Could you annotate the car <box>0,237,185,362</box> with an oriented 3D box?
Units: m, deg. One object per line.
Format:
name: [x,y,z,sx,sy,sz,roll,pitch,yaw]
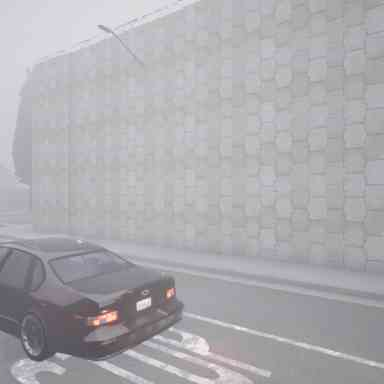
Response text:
car: [-2.693,1.547,5.902,5.357,1.411,2.033,0,0,35]
